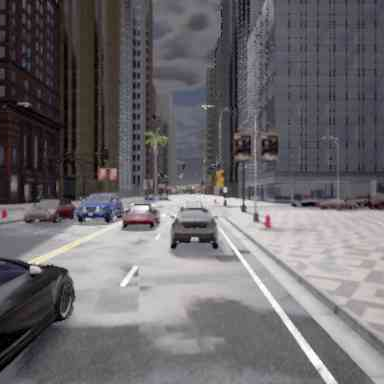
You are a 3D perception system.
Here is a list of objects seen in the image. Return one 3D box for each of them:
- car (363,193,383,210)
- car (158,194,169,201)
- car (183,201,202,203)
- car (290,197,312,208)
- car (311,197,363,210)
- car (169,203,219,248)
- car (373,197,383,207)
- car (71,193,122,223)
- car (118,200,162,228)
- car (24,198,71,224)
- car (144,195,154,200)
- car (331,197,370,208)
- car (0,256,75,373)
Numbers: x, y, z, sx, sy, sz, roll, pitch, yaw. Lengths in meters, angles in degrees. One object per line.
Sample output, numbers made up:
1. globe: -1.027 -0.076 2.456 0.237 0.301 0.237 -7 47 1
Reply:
1. car: 20.947 1.039 35.291 5.009 1.841 2.192 0 0 -1
2. car: -6.513 1.193 76.486 2.097 1.767 4.553 0 0 0
3. car: 0.045 1.362 23.500 2.128 1.511 4.902 0 0 1
4. car: 15.178 1.350 43.726 4.313 1.339 1.947 0 0 -1
5. car: 15.309 1.326 35.202 4.206 1.307 1.802 0 0 -1
6. car: 0.097 1.413 14.179 1.837 1.490 4.892 0 0 0
7. car: 26.456 1.330 43.903 4.206 1.307 1.802 0 0 -1
8. car: -6.548 1.090 24.323 2.150 2.045 5.566 0 0 1
9. car: -3.154 1.440 21.330 1.994 1.385 4.181 0 0 0
10. car: -9.807 1.222 23.315 2.097 1.767 4.553 0 0 0
11. car: -9.763 1.316 76.456 1.882 1.535 5.008 0 0 0
12. car: 20.817 1.331 43.815 4.313 1.339 1.947 0 0 -1
13. car: -3.152 1.531 4.494 1.994 1.385 4.181 0 0 0
